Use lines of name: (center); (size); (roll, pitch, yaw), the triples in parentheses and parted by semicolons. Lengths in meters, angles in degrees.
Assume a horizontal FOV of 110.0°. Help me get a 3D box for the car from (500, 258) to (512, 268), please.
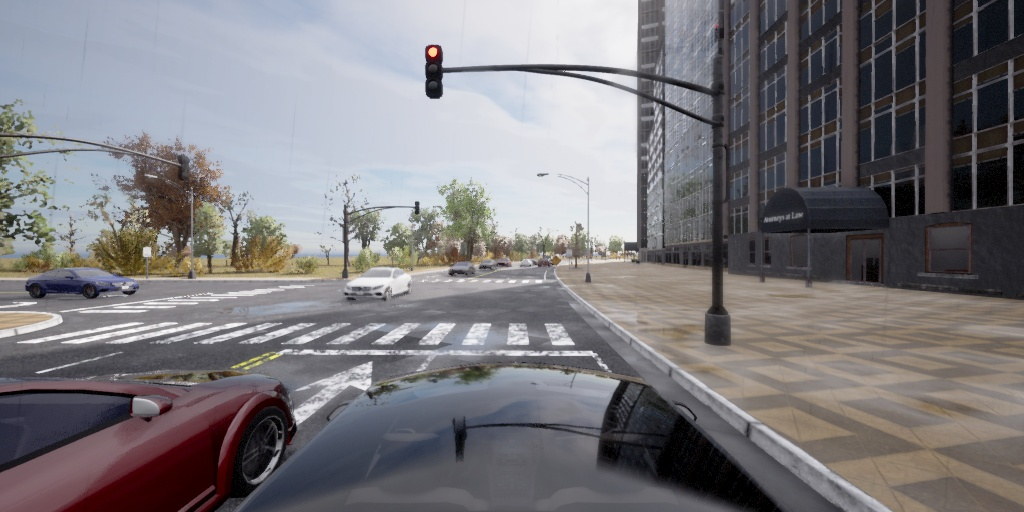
car: (-1.425, 1.105, 62.396); (2.097, 1.767, 4.553); (0, 0, 10)

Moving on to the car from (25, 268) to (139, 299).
car: (-21.674, 1.322, 18.105); (4.674, 1.442, 1.812); (0, 0, 4)

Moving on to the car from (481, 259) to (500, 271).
car: (-3.342, 1.255, 49.773); (1.837, 1.490, 4.892); (0, 0, 8)

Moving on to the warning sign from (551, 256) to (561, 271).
warning sign: (5.397, 0.868, 43.986); (1.300, 1.860, 1.060); (0, 0, 7)

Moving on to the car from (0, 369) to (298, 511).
car: (-3.108, 1.314, 1.836); (1.994, 1.385, 4.181); (0, 0, 0)

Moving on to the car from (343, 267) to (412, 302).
car: (-6.206, 1.273, 17.202); (1.812, 1.442, 4.674); (0, 0, 3)

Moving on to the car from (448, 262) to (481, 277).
car: (-4.902, 1.295, 36.115); (2.033, 1.411, 5.357); (0, 0, 6)
